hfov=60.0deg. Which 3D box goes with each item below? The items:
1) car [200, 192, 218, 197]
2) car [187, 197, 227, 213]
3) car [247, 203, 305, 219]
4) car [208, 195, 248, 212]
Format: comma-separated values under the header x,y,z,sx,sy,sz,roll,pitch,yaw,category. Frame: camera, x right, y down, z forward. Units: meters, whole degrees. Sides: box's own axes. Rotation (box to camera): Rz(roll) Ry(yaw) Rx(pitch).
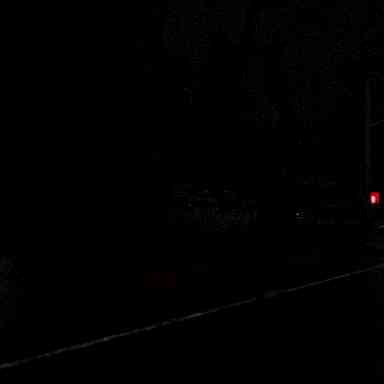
x,y,z,sx,sy,sz,roll,pitch,yaw,category
5.034,1.113,92.368,1.932,1.855,4.605,0,0,-37,car
1.437,1.579,37.289,1.994,1.385,4.181,0,0,-37,car
7.495,1.616,29.269,1.895,1.301,4.718,0,0,-37,car
4.502,1.506,39.349,2.128,1.511,4.902,0,0,-37,car
